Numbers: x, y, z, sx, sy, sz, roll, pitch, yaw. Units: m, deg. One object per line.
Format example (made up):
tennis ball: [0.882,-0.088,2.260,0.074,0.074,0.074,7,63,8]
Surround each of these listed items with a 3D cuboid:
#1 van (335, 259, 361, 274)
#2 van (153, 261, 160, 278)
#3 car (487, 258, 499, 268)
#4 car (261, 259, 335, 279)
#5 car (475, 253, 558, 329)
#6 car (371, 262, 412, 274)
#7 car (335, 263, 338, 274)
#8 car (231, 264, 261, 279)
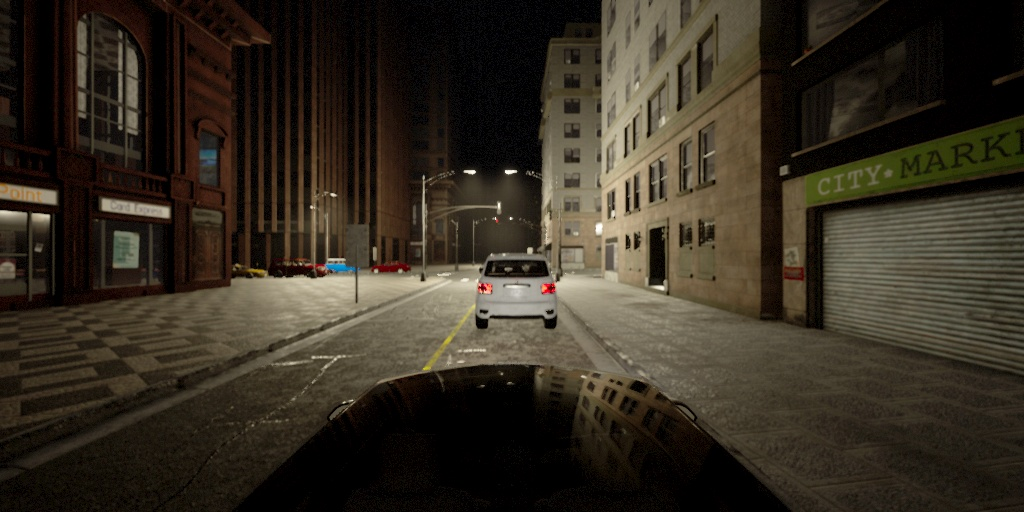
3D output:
van: [-19.567,1.203,41.493,3.998,1.789,1.690,0,0,0]
van: [-30.844,1.327,33.017,3.998,1.789,1.690,0,0,0]
car: [-3.021,1.066,57.862,1.812,1.442,4.674,0,0,0]
car: [-19.595,1.165,32.967,5.009,1.841,2.192,0,0,0]
car: [0.108,0.941,11.259,2.150,2.045,5.566,0,0,0]
car: [-13.943,1.339,41.467,4.507,1.381,1.888,0,0,0]
car: [-20.307,1.464,35.539,4.718,1.301,1.895,-1,0,0]
car: [-25.050,1.444,32.991,4.829,1.417,1.751,0,0,0]
